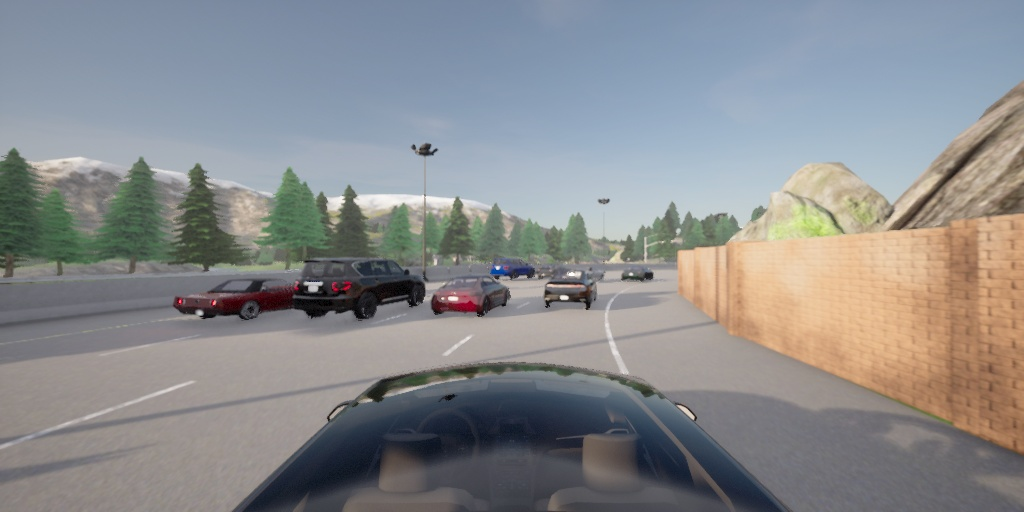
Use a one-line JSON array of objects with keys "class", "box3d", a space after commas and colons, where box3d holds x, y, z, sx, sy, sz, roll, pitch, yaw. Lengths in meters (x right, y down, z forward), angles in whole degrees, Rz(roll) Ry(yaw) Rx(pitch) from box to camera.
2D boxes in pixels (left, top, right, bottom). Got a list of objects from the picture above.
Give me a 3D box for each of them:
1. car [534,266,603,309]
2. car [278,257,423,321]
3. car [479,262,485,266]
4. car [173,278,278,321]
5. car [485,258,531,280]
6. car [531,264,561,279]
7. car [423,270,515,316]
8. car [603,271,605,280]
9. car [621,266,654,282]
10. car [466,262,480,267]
[{"class": "car", "box3d": [2.664, 1.361, 15.704, 2.128, 1.511, 4.902, 0, -1, 17]}, {"class": "car", "box3d": [-5.297, 1.072, 13.290, 2.150, 2.045, 5.566, 0, 0, 13]}, {"class": "car", "box3d": [-2.217, 1.724, 54.552, 1.812, 1.442, 4.674, -1, -1, 43]}, {"class": "car", "box3d": [-8.930, 1.446, 12.990, 1.895, 1.301, 4.718, 0, 0, 13]}, {"class": "car", "box3d": [0.138, 1.252, 34.775, 2.150, 2.045, 5.566, 0, -1, 32]}, {"class": "car", "box3d": [4.192, 1.520, 34.487, 2.128, 1.511, 4.902, 0, -1, 34]}, {"class": "car", "box3d": [-1.472, 1.419, 14.020, 1.994, 1.385, 4.181, 0, 0, 15]}, {"class": "car", "box3d": [6.741, 1.610, 32.125, 1.895, 1.301, 4.718, 0, -1, 33]}, {"class": "car", "box3d": [11.549, 1.579, 32.782, 1.994, 1.385, 4.181, 0, -1, 36]}, {"class": "car", "box3d": [-4.746, 1.820, 57.049, 1.895, 1.301, 4.718, 0, -1, 43]}]
